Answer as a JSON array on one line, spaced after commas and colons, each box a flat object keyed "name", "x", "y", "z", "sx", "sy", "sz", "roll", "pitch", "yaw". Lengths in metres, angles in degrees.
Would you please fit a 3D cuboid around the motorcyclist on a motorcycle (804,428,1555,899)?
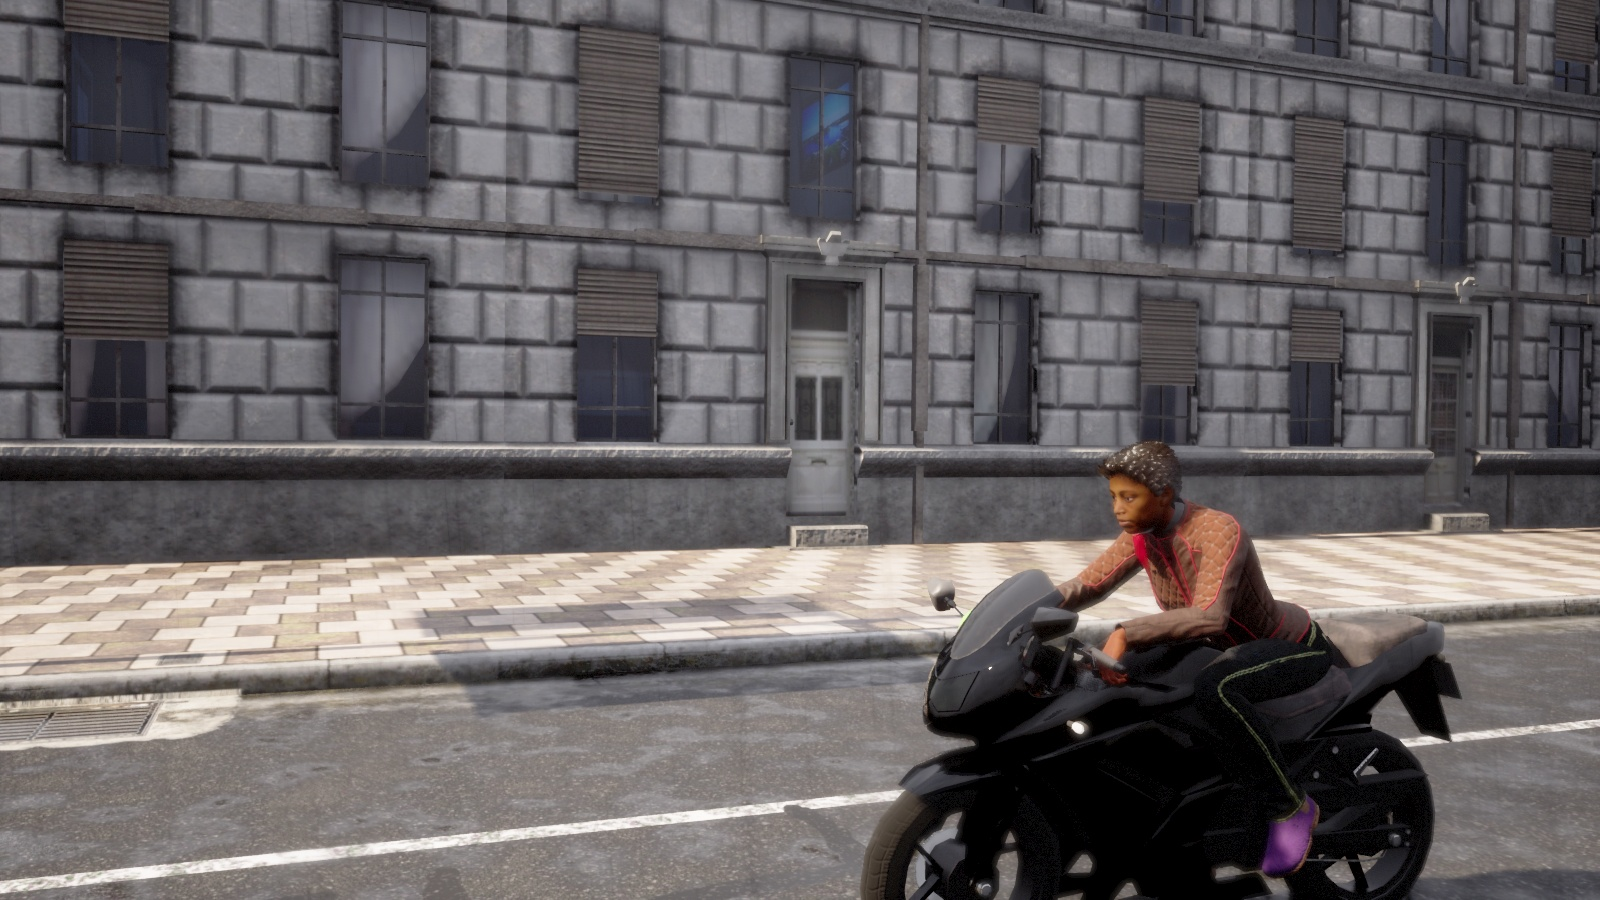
[{"name": "motorcyclist on a motorcycle", "x": 1.116, "y": 0.708, "z": 3.691, "sx": 2.044, "sy": 1.523, "sz": 0.797, "roll": -1, "pitch": 1, "yaw": -21}]
